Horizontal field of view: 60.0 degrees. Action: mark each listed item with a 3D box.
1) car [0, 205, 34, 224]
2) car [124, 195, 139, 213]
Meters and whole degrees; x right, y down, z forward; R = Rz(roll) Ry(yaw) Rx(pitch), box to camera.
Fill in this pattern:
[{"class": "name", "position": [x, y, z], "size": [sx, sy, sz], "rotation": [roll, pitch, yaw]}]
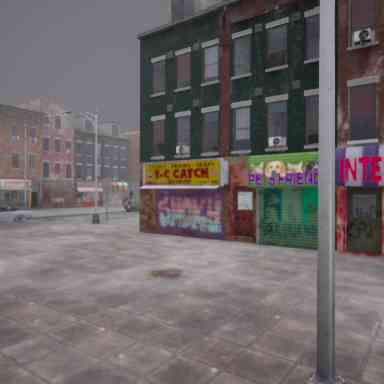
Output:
[{"class": "car", "position": [-13.178, 1.534, 21.927], "size": [1.895, 1.301, 4.718], "rotation": [0, 0, 35]}, {"class": "car", "position": [-4.451, 1.078, 34.181], "size": [2.150, 2.045, 5.566], "rotation": [0, 0, 35]}]
